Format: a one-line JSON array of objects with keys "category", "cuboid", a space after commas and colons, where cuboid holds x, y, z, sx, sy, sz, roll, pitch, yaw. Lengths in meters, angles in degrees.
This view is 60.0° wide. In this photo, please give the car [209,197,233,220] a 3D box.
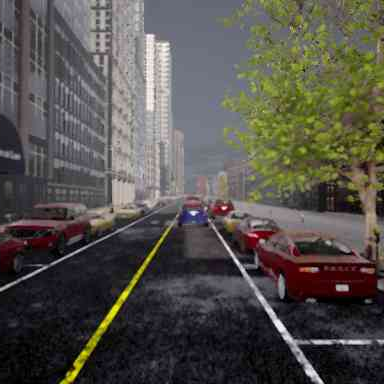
[{"category": "car", "cuboid": [2.693, 1.521, 30.387, 2.192, 1.841, 5.009, 1, 0, 0]}]

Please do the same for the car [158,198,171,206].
[{"category": "car", "cuboid": [-5.705, 1.973, 63.655, 1.947, 1.339, 4.313, 1, 0, 0]}]

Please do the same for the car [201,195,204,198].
[{"category": "car", "cuboid": [2.688, 1.592, 41.480, 2.192, 1.841, 5.009, 1, 0, 0]}]

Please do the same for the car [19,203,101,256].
[{"category": "car", "cuboid": [-5.681, 1.411, 13.744, 2.192, 1.841, 5.009, 1, 0, 0]}]

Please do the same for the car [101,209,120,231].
[{"category": "car", "cuboid": [-5.686, 1.658, 19.118, 1.752, 1.417, 4.829, 1, 0, 0]}]

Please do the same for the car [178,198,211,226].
[{"category": "car", "cuboid": [0.091, 1.521, 24.748, 2.097, 1.767, 4.553, 0, 0, 0]}]

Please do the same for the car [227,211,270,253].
[{"category": "car", "cuboid": [2.696, 1.678, 13.747, 1.802, 1.307, 4.206, 1, 0, 0]}]

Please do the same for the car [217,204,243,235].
[{"category": "car", "cuboid": [2.694, 1.660, 19.464, 1.752, 1.417, 4.829, 1, 0, 0]}]

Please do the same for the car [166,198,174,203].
[{"category": "car", "cuboid": [-5.714, 2.111, 85.838, 1.802, 1.307, 4.206, 1, 0, 0]}]

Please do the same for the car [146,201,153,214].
[{"category": "car", "cuboid": [-5.694, 1.807, 35.927, 1.947, 1.339, 4.313, 1, 0, 0]}]

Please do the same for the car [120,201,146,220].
[{"category": "car", "cuboid": [-5.691, 1.730, 30.210, 1.752, 1.417, 4.829, 1, 0, 0]}]

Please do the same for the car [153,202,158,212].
[{"category": "car", "cuboid": [-5.695, 1.801, 41.302, 1.752, 1.417, 4.829, 1, 0, 0]}]

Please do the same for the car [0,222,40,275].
[{"category": "car", "cuboid": [-5.683, 1.640, 8.197, 1.802, 1.307, 4.206, 1, 0, 0]}]

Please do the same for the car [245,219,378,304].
[{"category": "car", "cuboid": [2.698, 1.603, 8.202, 1.887, 1.381, 4.507, 1, 0, 0]}]

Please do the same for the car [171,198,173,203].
[{"category": "car", "cuboid": [-5.711, 2.065, 80.292, 1.947, 1.339, 4.313, 1, 0, 0]}]

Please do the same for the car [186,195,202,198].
[{"category": "car", "cuboid": [0.082, 1.520, 45.299, 2.150, 2.045, 5.566, 0, 0, 0]}]

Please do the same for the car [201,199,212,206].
[{"category": "car", "cuboid": [2.676, 1.974, 63.661, 1.947, 1.339, 4.313, 1, 0, 0]}]
